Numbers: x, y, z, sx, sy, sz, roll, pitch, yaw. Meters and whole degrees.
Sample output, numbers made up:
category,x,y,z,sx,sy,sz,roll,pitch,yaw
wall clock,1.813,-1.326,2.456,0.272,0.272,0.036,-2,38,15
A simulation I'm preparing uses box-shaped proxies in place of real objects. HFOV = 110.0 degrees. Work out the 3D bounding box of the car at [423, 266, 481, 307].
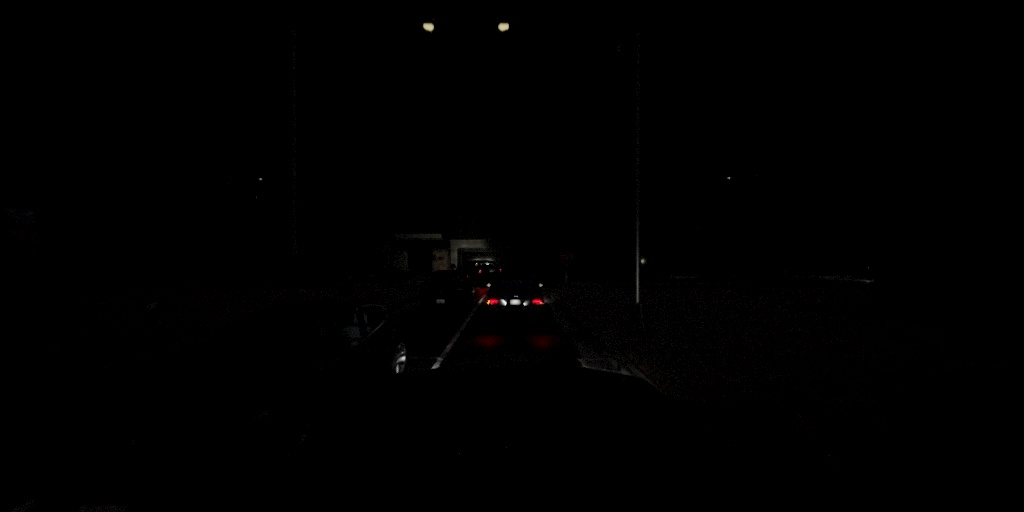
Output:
category,x,y,z,sx,sy,sz,roll,pitch,yaw
car,-2.635,1.294,15.401,1.948,1.339,4.313,0,0,0

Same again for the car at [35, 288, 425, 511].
category,x,y,z,sx,sy,sz,roll,pitch,yaw
car,-2.637,1.311,4.497,1.948,1.339,4.313,0,0,0

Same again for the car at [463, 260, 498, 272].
category,x,y,z,sx,sy,sz,roll,pitch,yaw
car,-2.546,1.066,25.665,2.097,1.767,4.553,-1,0,-33

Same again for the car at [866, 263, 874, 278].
category,x,y,z,sx,sy,sz,roll,pitch,yaw
car,32.105,0.860,28.923,5.566,2.045,2.150,0,0,0

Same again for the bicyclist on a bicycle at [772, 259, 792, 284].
category,x,y,z,sx,sy,sz,roll,pitch,yaw
bicyclist on a bicycle,17.362,0.989,23.080,0.582,1.620,1.656,0,0,0

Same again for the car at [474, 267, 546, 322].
category,x,y,z,sx,sy,sz,roll,pitch,yaw
car,0.091,1.281,12.123,2.033,1.411,5.357,0,0,0
